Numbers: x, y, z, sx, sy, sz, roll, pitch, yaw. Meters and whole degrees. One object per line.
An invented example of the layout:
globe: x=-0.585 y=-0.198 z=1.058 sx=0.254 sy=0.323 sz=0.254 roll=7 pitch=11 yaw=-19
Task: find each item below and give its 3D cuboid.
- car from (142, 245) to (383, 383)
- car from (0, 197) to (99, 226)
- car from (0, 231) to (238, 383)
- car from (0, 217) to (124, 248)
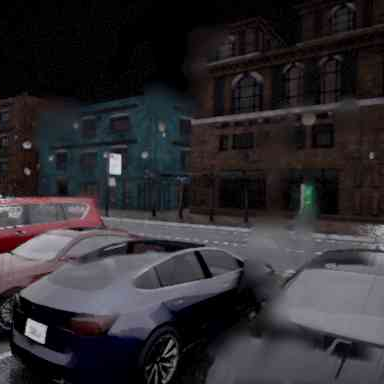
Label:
car: x=1.978 y=1.479 z=3.742 sx=2.097 sy=1.535 sz=5.008 roll=0 pitch=0 yaw=35
car: x=-4.843 y=1.173 z=8.564 sx=2.435 sy=2.045 sz=5.566 roll=1 pitch=0 yaw=35
car: x=-0.278 y=1.497 z=5.379 sx=2.163 sy=1.488 sz=4.792 roll=0 pitch=0 yaw=35
car: x=-2.561 y=1.488 z=6.975 sx=2.002 sy=1.452 sz=4.674 roll=1 pitch=0 yaw=35
